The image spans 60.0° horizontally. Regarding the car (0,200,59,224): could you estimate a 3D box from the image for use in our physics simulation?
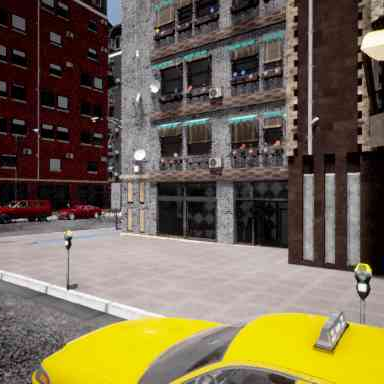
[{"bbox_3d":[-14.179,1.591,27.655,2.192,1.841,5.009,-1,-2,35],"label":"car"}]

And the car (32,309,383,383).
[{"bbox_3d":[0.718,1.525,2.362,4.829,1.417,1.752,0,0,36],"label":"car"}]

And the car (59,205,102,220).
[{"bbox_3d":[-10.884,1.924,32.295,1.887,1.381,4.507,-1,-2,35],"label":"car"}]
